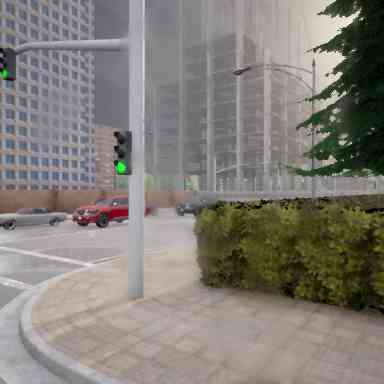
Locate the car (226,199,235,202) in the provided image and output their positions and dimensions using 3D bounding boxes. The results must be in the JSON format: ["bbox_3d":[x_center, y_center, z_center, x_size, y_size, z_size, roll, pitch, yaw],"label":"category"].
[{"bbox_3d":[4.139,1.569,42.620,1.895,1.301,4.718,0,0,35],"label":"car"}]

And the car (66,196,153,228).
[{"bbox_3d":[-5.523,1.277,23.188,2.150,2.045,5.566,0,0,33],"label":"car"}]

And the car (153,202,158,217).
[{"bbox_3d":[-5.099,1.407,29.781,2.097,1.767,4.553,0,0,36],"label":"car"}]

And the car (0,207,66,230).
[{"bbox_3d":[-10.765,1.656,21.823,1.895,1.301,4.718,0,0,36],"label":"car"}]

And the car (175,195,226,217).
[{"bbox_3d":[0.718,1.279,31.901,2.150,2.045,5.566,0,0,36],"label":"car"}]
